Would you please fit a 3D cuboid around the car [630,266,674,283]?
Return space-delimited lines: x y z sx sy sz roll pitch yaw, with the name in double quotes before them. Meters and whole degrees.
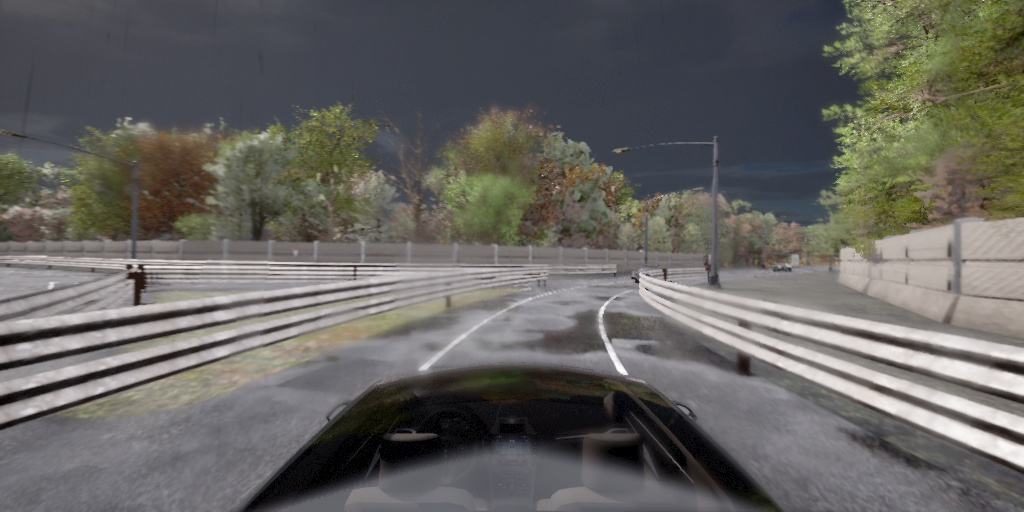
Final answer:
"car" 12.236 1.588 30.951 5.357 1.411 2.033 1 0 -44
